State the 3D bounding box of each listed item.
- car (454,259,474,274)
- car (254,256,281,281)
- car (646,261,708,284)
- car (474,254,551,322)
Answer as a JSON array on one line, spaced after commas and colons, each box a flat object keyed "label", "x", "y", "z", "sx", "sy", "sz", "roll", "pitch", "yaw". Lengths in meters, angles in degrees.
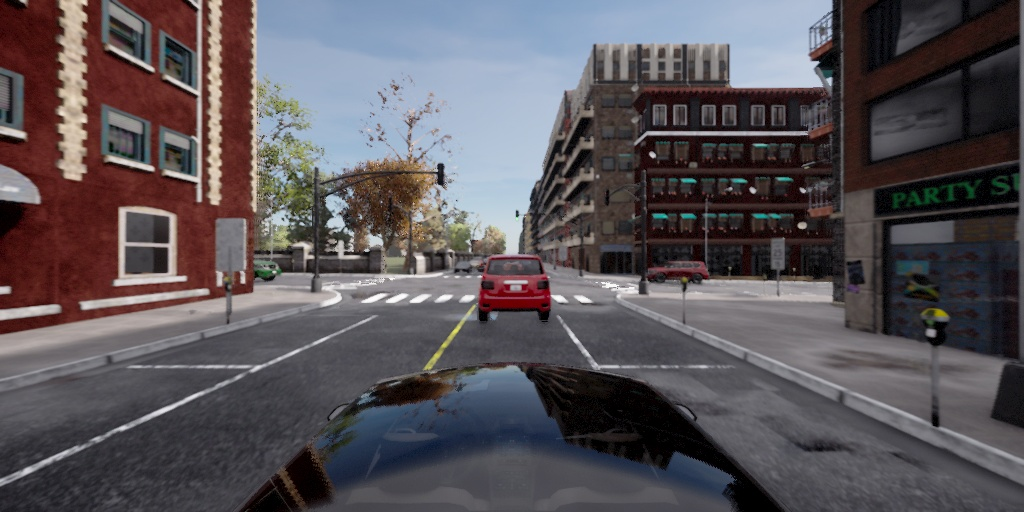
[{"label": "car", "x": -5.656, "y": 1.299, "z": 41.946, "sx": 1.948, "sy": 1.339, "sz": 4.313, "roll": 0, "pitch": 0, "yaw": 0}, {"label": "car", "x": -18.334, "y": 0.650, "z": 23.552, "sx": 5.566, "sy": 2.045, "sz": 2.150, "roll": 1, "pitch": 0, "yaw": 1}, {"label": "car", "x": 13.473, "y": 1.331, "z": 29.590, "sx": 5.009, "sy": 1.841, "sz": 2.192, "roll": 0, "pitch": 0, "yaw": 0}, {"label": "car", "x": -0.018, "y": 0.962, "z": 12.478, "sx": 2.150, "sy": 2.045, "sz": 5.566, "roll": 0, "pitch": 0, "yaw": -3}]
